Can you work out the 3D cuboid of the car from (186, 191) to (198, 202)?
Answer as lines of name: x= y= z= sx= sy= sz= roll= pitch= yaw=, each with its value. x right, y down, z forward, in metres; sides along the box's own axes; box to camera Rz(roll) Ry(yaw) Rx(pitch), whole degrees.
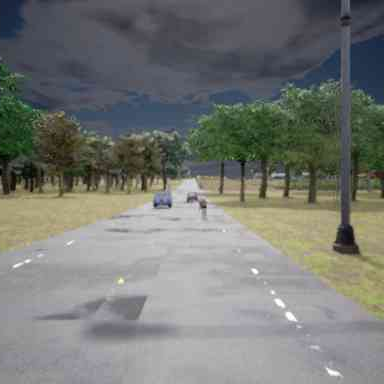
car: x=0.097 y=0.873 z=56.683 sx=1.812 sy=1.442 sz=4.674 roll=0 pitch=1 yaw=0

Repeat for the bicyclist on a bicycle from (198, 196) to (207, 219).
bicyclist on a bicycle: x=0.976 y=1.325 z=26.636 sx=0.582 sy=1.620 sz=1.656 roll=0 pitch=0 yaw=0

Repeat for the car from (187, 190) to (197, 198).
car: x=0.039 y=0.461 z=74.782 sx=2.128 sy=1.511 sz=4.902 roll=0 pitch=1 yaw=0

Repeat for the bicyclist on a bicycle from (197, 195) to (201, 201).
bicyclist on a bicycle: x=0.960 y=1.178 z=37.618 sx=0.866 sy=1.612 sz=1.509 roll=0 pitch=1 yaw=0

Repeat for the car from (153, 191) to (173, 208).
car: x=-3.569 y=0.899 z=41.418 sx=2.150 sy=2.045 sz=5.566 roll=0 pitch=1 yaw=0
